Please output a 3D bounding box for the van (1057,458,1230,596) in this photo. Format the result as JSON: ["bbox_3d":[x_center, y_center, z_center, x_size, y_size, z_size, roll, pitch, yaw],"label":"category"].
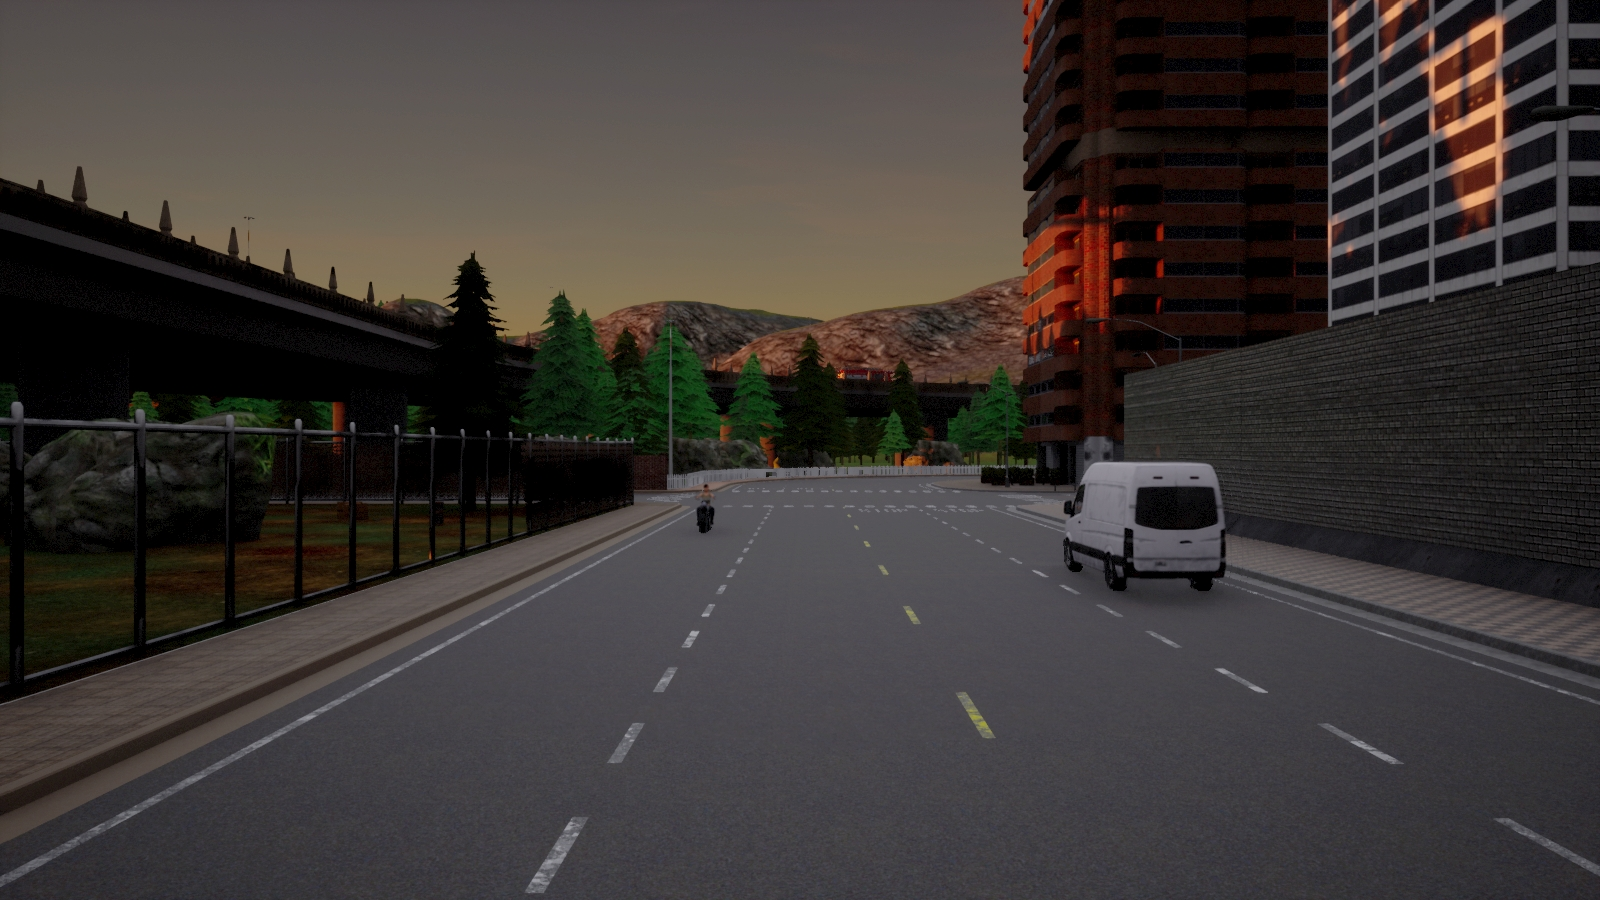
[{"bbox_3d":[7.172,1.479,24.589,1.988,2.561,5.915,0,0,0],"label":"van"}]

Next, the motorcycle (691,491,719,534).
[{"bbox_3d":[-3.224,2.099,38.885,0.764,1.307,2.356,0,0,0],"label":"motorcycle"}]
